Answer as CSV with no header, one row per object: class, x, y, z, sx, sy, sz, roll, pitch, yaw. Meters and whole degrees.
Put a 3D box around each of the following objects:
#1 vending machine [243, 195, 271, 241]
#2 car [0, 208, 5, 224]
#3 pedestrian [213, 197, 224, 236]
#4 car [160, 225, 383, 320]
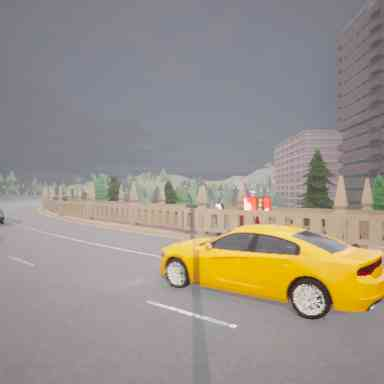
vending machine,3.120,1.195,16.002,0.880,2.100,1.100,0,0,41
car,-14.751,1.546,23.903,2.033,1.411,5.357,0,0,-37
pedestrian,1.287,1.141,15.678,0.375,1.860,0.375,0,0,41
car,1.470,1.477,7.429,5.008,1.535,1.882,0,0,38
